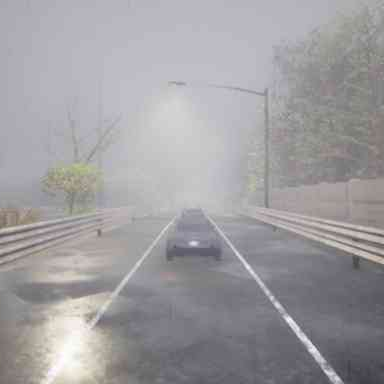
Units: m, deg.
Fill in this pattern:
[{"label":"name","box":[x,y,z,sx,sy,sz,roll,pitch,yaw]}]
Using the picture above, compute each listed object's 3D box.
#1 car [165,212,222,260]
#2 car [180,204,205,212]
[{"label":"car","box":[0.068,1.682,12.935,1.994,1.385,4.181,0,-1,0]},{"label":"car","box":[0.075,1.775,27.617,2.128,1.511,4.902,0,-1,1]}]
